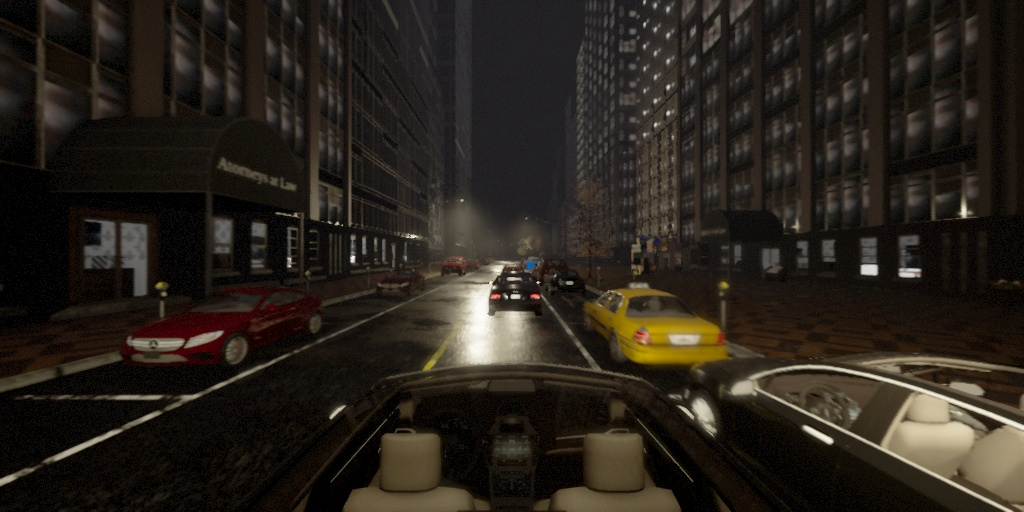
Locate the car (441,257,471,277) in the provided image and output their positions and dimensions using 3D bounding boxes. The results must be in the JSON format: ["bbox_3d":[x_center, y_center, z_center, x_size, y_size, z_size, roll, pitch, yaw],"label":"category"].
[{"bbox_3d":[-5.682,1.030,35.451,2.192,1.841,5.009,0,0,0],"label":"car"}]

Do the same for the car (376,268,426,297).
[{"bbox_3d":[-5.685,1.315,18.834,1.802,1.307,4.207,0,0,0],"label":"car"}]

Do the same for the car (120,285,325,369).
[{"bbox_3d":[-5.687,1.327,7.755,1.802,1.307,4.207,0,0,0],"label":"car"}]

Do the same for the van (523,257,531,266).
[{"bbox_3d":[2.701,1.044,46.528,1.690,1.789,3.998,0,0,0],"label":"van"}]

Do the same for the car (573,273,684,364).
[{"bbox_3d":[2.693,1.269,7.924,1.751,1.417,4.829,0,0,0],"label":"car"}]

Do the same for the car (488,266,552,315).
[{"bbox_3d":[0.102,1.286,13.410,2.033,1.411,5.357,0,0,0],"label":"car"}]

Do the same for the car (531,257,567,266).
[{"bbox_3d":[2.697,1.042,24.371,2.192,1.841,5.009,0,0,0],"label":"car"}]

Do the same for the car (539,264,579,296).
[{"bbox_3d":[2.695,1.299,18.832,1.948,1.339,4.313,0,0,0],"label":"car"}]

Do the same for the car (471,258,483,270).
[{"bbox_3d":[-5.678,1.243,52.070,1.888,1.381,4.507,0,0,0],"label":"car"}]

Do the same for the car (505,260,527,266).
[{"bbox_3d":[0.106,1.320,31.930,1.895,1.301,4.718,0,0,0],"label":"car"}]

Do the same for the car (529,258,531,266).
[{"bbox_3d":[2.697,1.161,29.911,1.967,1.591,4.097,0,0,0],"label":"car"}]

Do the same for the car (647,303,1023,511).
[{"bbox_3d":[2.692,1.300,2.214,2.007,1.370,4.403,0,0,0],"label":"car"}]
